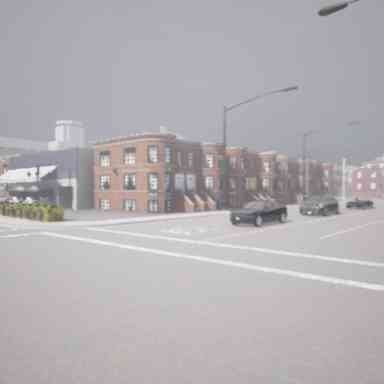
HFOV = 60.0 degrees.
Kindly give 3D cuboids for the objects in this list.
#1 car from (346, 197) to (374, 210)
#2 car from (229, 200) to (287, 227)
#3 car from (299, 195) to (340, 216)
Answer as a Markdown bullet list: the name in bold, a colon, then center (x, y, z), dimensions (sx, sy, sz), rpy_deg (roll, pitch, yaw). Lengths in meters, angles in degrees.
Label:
- **car**: center (19.188, 1.288, 38.005), dimensions (1.895, 1.301, 4.718), rpy_deg (0, 1, 42)
- **car**: center (4.341, 1.282, 21.368), dimensions (1.882, 1.535, 5.008), rpy_deg (0, 1, 42)
- **car**: center (11.142, 1.103, 28.995), dimensions (2.097, 1.767, 4.553), rpy_deg (0, 1, 42)
